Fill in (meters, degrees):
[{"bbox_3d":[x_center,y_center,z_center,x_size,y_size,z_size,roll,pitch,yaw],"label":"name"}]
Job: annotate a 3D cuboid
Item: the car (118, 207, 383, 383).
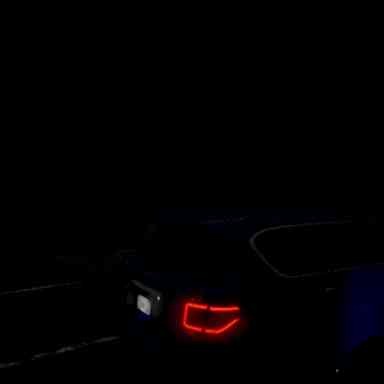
[{"bbox_3d":[1.734,1.245,4.851,5.566,2.045,2.150,0,0,-34],"label":"car"}]
